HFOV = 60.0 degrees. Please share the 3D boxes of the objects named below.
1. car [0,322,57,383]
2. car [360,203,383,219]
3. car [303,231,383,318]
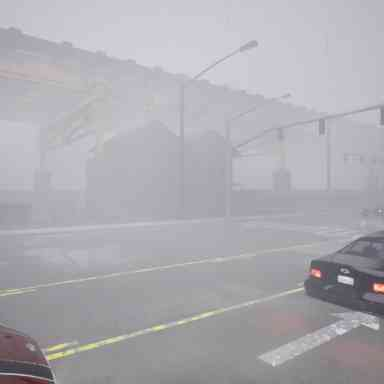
[{"bbox_3d":[-3.011,1.352,1.600,4.553,1.767,2.097,0,0,-36],"label":"car"},{"bbox_3d":[16.474,1.601,28.635,4.718,1.301,1.895,0,0,-35],"label":"car"},{"bbox_3d":[4.671,1.547,7.115,5.357,1.411,2.033,0,0,-35],"label":"car"}]
